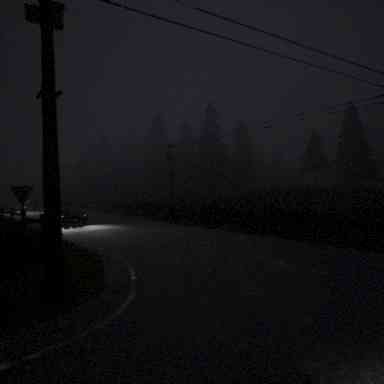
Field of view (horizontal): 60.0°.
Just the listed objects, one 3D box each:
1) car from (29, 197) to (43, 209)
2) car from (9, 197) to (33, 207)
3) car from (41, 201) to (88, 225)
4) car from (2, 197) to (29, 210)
[{"bbox_3d":[-20.153,1.407,43.860,2.128,1.511,4.902,-2,1,-38],"label":"car"},{"bbox_3d":[-26.713,1.495,51.797,2.033,1.411,5.357,-2,1,-40],"label":"car"},{"bbox_3d":[-8.728,1.491,22.962,1.812,1.442,4.674,-2,1,-36],"label":"car"},{"bbox_3d":[-22.099,1.496,41.001,2.128,1.511,4.902,-2,1,-38],"label":"car"}]
